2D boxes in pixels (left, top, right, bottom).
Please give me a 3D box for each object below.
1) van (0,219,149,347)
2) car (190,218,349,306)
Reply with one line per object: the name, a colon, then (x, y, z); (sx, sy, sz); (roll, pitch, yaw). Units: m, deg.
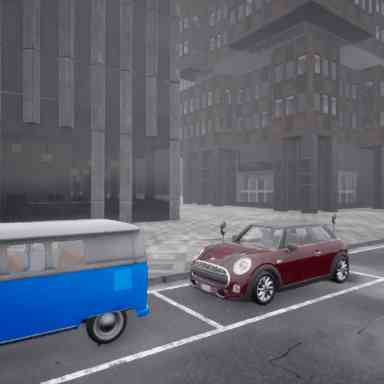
van: (-2.591, 1.341, 4.798); (3.998, 1.788, 1.690); (0, 0, -35)
car: (1.920, 1.441, 7.987); (4.097, 1.590, 1.967); (0, 0, -35)
